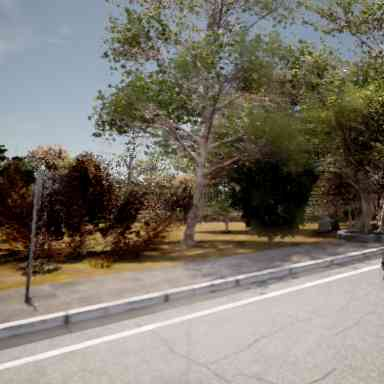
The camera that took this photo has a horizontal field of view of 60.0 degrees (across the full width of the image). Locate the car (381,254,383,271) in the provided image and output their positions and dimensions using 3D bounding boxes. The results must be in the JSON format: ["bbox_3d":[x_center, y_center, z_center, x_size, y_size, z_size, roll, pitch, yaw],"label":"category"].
[{"bbox_3d":[6.987,1.509,8.979,4.674,1.442,1.812,0,0,-36],"label":"car"}]
